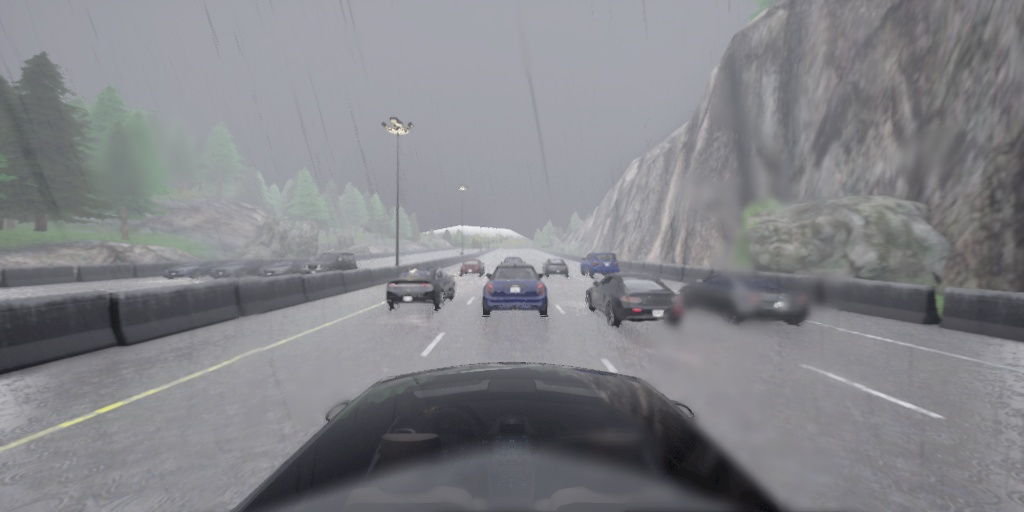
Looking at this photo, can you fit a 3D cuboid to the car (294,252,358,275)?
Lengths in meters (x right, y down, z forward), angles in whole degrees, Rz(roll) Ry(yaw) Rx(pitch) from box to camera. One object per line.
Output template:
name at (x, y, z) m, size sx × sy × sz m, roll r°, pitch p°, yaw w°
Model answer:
car at (-14.104, 0.735, 28.016) m, size 2.150 × 2.045 × 5.566 m, roll 0°, pitch 1°, yaw 0°

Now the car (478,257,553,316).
car at (0.098, 1.030, 13.052) m, size 2.097 × 1.767 × 4.553 m, roll 0°, pitch 0°, yaw 0°

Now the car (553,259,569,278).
car at (3.595, 0.973, 30.235) m, size 2.128 × 1.511 × 4.902 m, roll 0°, pitch 1°, yaw 0°

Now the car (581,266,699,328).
car at (3.599, 1.220, 11.102) m, size 1.812 × 1.442 × 4.674 m, roll 0°, pitch 0°, yaw 0°

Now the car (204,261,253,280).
car at (-21.101, 1.078, 28.033) m, size 1.994 × 1.385 × 4.181 m, roll 0°, pitch 1°, yaw 0°

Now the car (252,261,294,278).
car at (-17.601, 1.078, 28.029) m, size 1.994 × 1.385 × 4.181 m, roll 0°, pitch 1°, yaw 0°

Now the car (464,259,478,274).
car at (-3.405, 0.992, 31.339) m, size 1.812 × 1.442 × 4.674 m, roll 0°, pitch 1°, yaw 0°

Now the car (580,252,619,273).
car at (7.095, 0.714, 29.442) m, size 2.150 × 2.045 × 5.566 m, roll 0°, pitch 1°, yaw 0°

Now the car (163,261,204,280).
car at (-24.600, 1.078, 28.034) m, size 1.994 × 1.385 × 4.181 m, roll 0°, pitch 1°, yaw 0°

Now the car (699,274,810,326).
car at (7.098, 1.255, 11.478) m, size 1.994 × 1.385 × 4.181 m, roll 0°, pitch 0°, yaw 0°

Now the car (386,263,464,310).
car at (-3.402, 1.161, 14.131) m, size 2.128 × 1.511 × 4.902 m, roll 0°, pitch 0°, yaw 0°
